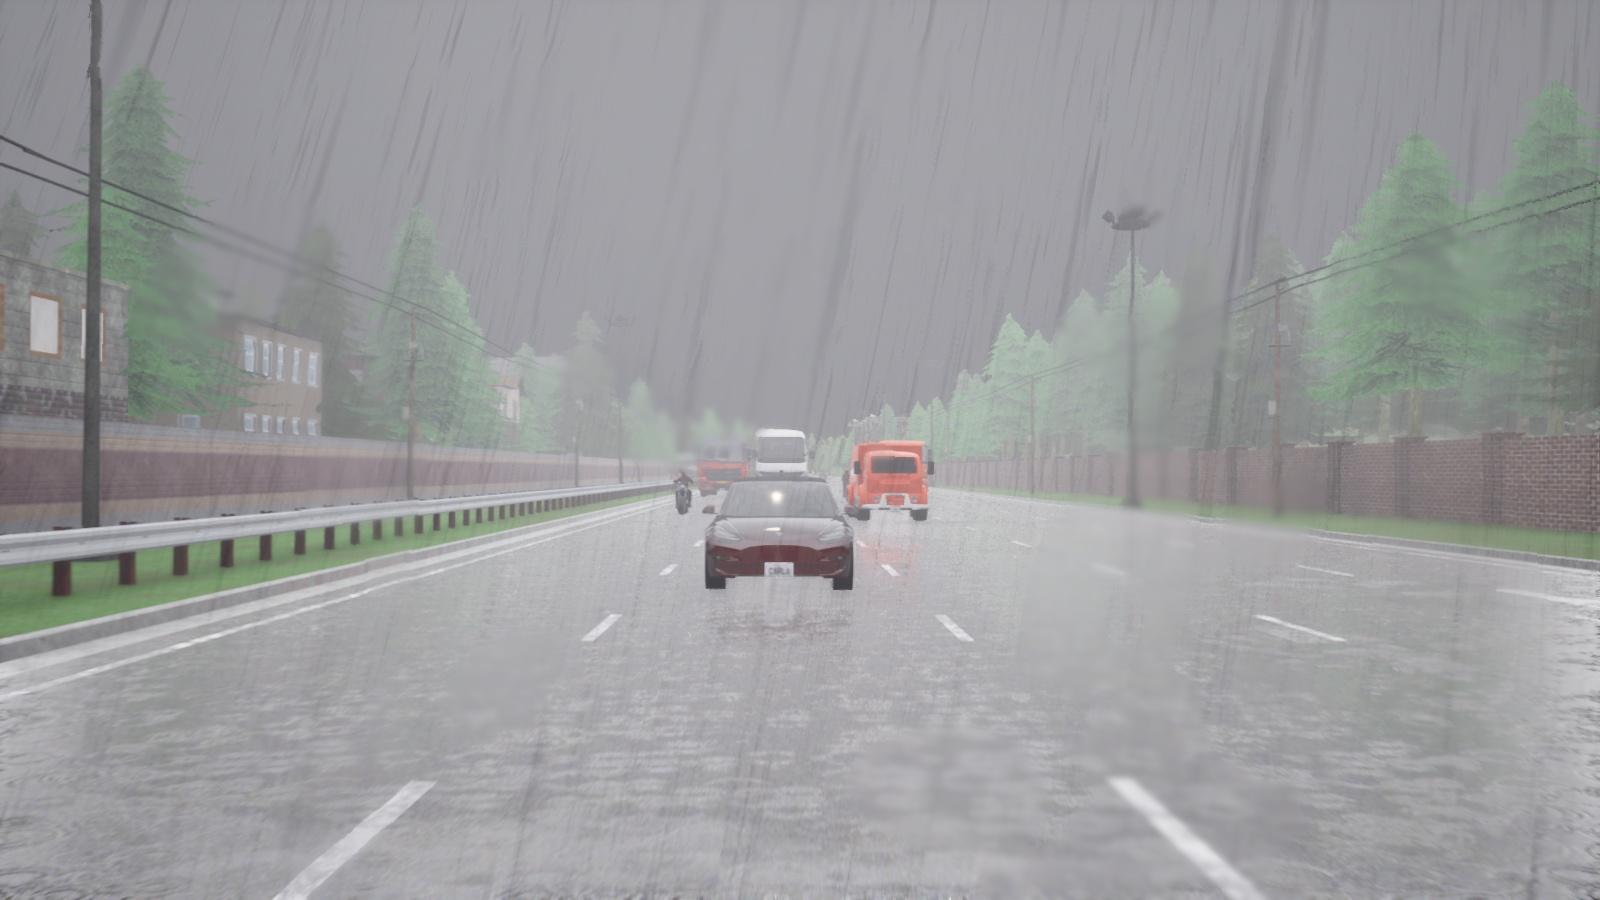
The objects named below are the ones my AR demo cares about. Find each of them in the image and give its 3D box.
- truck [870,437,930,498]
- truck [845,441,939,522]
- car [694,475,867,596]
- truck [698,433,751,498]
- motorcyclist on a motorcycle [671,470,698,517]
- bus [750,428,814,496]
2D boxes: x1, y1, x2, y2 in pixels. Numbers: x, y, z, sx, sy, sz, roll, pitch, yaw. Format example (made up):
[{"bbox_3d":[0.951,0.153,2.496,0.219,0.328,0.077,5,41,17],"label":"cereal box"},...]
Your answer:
[{"bbox_3d":[5.931,1.076,75.656,2.891,3.462,7.936,0,-1,-1],"label":"truck"},{"bbox_3d":[2.909,1.004,41.039,2.627,2.467,5.204,0,-1,-1],"label":"truck"},{"bbox_3d":[-0.274,1.119,18.106,2.163,1.488,4.792,0,-1,-1],"label":"car"},{"bbox_3d":[-4.607,0.978,78.292,2.891,3.827,8.468,0,-1,-1],"label":"truck"},{"bbox_3d":[-4.147,1.537,45.150,0.766,1.649,2.350,0,-1,-1],"label":"motorcyclist on a motorcycle"},{"bbox_3d":[-1.175,0.835,83.177,3.944,4.253,10.273,0,-1,-1],"label":"bus"}]
